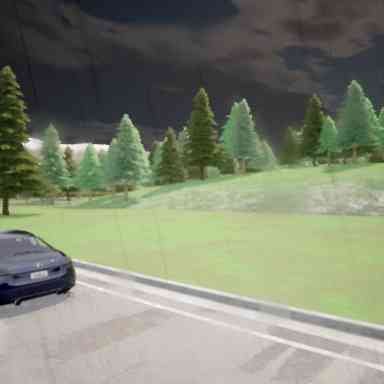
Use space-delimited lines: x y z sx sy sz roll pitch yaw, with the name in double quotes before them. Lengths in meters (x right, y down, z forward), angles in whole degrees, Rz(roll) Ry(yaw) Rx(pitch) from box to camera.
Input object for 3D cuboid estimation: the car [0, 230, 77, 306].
"car" -4.540 1.584 7.720 4.181 1.385 1.994 0 0 39
